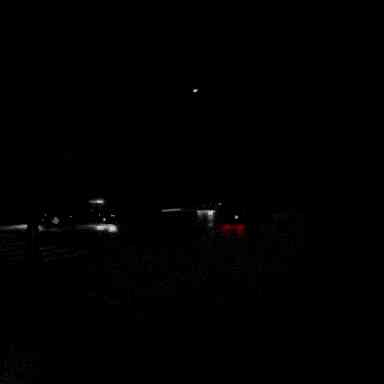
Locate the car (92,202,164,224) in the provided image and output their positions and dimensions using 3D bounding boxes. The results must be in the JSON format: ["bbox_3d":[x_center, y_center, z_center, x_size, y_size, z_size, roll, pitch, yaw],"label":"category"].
[{"bbox_3d":[-4.380,1.465,24.619,2.033,1.411,5.357,0,0,35],"label":"car"}]

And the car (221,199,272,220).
[{"bbox_3d":[4.471,1.484,25.546,1.895,1.301,4.718,0,0,36],"label":"car"}]

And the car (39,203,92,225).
[{"bbox_3d":[-9.106,1.500,23.566,1.994,1.385,4.181,0,0,35],"label":"car"}]

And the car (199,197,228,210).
[{"bbox_3d":[2.722,1.356,40.268,1.837,1.490,4.892,0,0,35],"label":"car"}]
